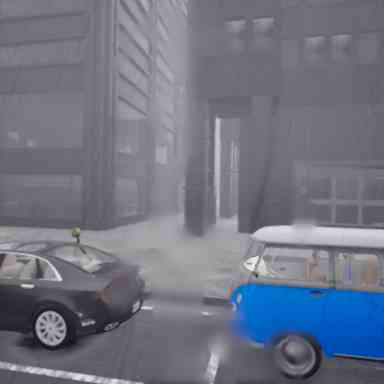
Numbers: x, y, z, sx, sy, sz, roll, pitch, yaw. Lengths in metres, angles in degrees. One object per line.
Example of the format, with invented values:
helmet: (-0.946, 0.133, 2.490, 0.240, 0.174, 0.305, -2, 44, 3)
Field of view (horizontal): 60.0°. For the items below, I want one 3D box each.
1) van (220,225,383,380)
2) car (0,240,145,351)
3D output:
van: (2.501, 1.403, 4.469, 3.998, 1.788, 1.690, 1, 0, 12)
car: (-3.005, 1.520, 5.687, 4.403, 1.369, 2.008, 1, 0, 12)
